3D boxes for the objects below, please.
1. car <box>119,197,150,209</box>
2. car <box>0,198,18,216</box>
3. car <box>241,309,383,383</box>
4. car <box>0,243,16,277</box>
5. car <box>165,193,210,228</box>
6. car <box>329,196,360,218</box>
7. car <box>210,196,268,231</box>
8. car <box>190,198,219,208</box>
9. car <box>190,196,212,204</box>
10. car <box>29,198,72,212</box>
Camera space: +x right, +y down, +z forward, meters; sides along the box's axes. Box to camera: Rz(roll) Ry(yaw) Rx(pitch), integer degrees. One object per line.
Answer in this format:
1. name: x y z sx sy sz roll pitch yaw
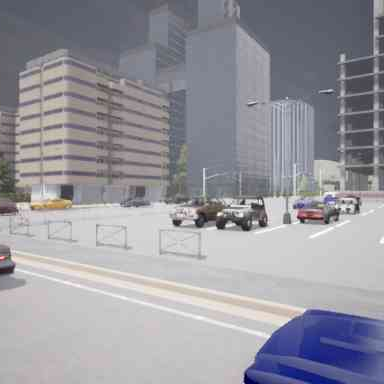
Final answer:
1. car: -7.912 1.504 46.179 1.837 1.490 4.892 0 0 34
2. car: -18.538 1.352 30.354 2.097 1.767 4.553 0 0 34
3. car: 2.664 1.601 2.092 4.718 1.301 1.895 0 0 35
4. car: -6.743 1.547 8.721 5.357 1.411 2.033 0 0 35
5. car: 0.626 1.153 20.959 1.932 1.855 4.605 0 0 34
6. car: 15.019 1.395 32.246 1.970 1.475 3.806 0 0 34
7. car: 2.993 1.156 19.293 1.905 1.878 3.866 0 0 34
8. car: 1.887 1.600 47.870 1.895 1.301 4.718 0 0 34
9. car: 1.660 1.443 60.273 1.812 1.442 4.674 0 0 34
10. car: -16.657 1.477 39.439 1.882 1.535 5.008 0 0 34
